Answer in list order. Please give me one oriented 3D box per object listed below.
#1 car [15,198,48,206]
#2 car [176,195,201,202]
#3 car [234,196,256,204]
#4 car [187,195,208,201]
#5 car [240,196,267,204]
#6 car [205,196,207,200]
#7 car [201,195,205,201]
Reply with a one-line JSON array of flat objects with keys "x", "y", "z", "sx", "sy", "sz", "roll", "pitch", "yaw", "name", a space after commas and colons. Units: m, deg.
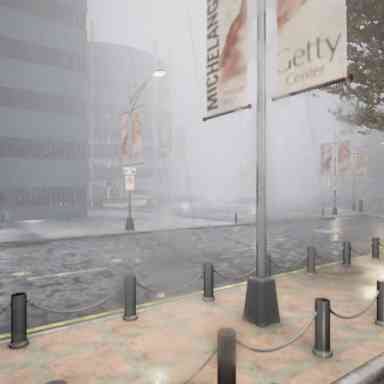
[{"x": -15.924, "y": 1.295, "z": 31.147, "sx": 4.674, "sy": 1.452, "sz": 2.002, "roll": 0, "pitch": 0, "yaw": -36, "name": "car"}, {"x": -1.155, "y": 1.451, "z": 73.449, "sx": 4.892, "sy": 1.490, "sz": 1.837, "roll": 0, "pitch": 0, "yaw": 33, "name": "car"}, {"x": 9.974, "y": 1.562, "z": 61.887, "sx": 1.895, "sy": 1.301, "sz": 4.718, "roll": 0, "pitch": 0, "yaw": -35, "name": "car"}, {"x": 1.483, "y": 1.470, "z": 84.062, "sx": 4.902, "sy": 1.511, "sz": 2.128, "roll": 0, "pitch": 0, "yaw": 26, "name": "car"}, {"x": 12.041, "y": 1.507, "z": 65.147, "sx": 2.033, "sy": 1.411, "sz": 5.357, "roll": 0, "pitch": 0, "yaw": -35, "name": "car"}, {"x": 0.463, "y": 1.425, "z": 80.649, "sx": 5.008, "sy": 1.535, "sz": 1.882, "roll": 0, "pitch": 0, "yaw": 30, "name": "car"}, {"x": 0.187, "y": 1.502, "z": 76.733, "sx": 4.181, "sy": 1.385, "sz": 1.994, "roll": 0, "pitch": 0, "yaw": 33, "name": "car"}]
